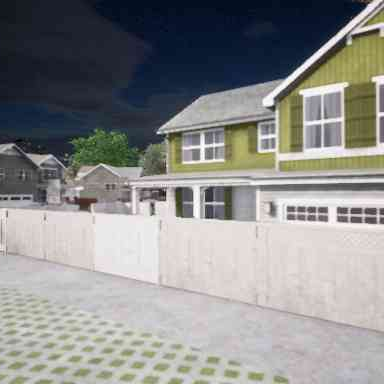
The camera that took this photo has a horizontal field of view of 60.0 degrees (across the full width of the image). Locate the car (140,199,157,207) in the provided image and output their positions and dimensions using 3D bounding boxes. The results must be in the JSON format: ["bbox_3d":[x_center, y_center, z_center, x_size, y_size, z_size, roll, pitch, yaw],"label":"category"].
[{"bbox_3d":[-6.348,1.727,47.739,1.812,1.442,4.674,0,0,22],"label":"car"}]

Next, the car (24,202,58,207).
[{"bbox_3d":[-13.153,1.612,28.428,1.837,1.490,4.892,0,0,18],"label":"car"}]

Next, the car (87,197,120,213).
[{"bbox_3d":[-9.910,1.506,38.109,2.097,1.767,4.553,0,0,20],"label":"car"}]
